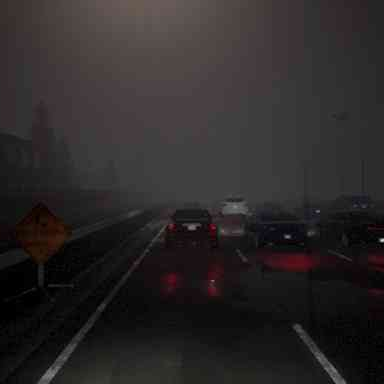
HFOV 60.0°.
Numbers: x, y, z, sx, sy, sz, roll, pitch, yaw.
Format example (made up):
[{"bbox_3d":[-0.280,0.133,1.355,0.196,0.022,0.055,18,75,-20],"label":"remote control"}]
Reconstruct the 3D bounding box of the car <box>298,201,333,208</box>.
[{"bbox_3d":[10.500,1.573,29.650,1.994,1.385,4.181,0,0,0],"label":"car"}]

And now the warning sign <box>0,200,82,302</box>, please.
[{"bbox_3d":[-3.050,1.115,6.729,1.300,1.860,1.060,0,0,0],"label":"warning sign"}]

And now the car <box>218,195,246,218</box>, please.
[{"bbox_3d":[3.500,1.259,29.680,2.150,2.045,5.566,0,0,0],"label":"car"}]

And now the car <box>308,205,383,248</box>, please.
[{"bbox_3d":[7.000,1.517,14.650,1.837,1.490,4.892,0,0,0],"label":"car"}]

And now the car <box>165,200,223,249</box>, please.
[{"bbox_3d":[0.000,1.367,14.620,2.097,1.767,4.553,0,0,0],"label":"car"}]

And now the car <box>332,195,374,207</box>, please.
[{"bbox_3d":[14.000,1.259,29.680,2.150,2.045,5.566,0,0,0],"label":"car"}]

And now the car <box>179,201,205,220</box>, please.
[{"bbox_3d":[0.000,1.564,29.650,2.033,1.411,5.357,0,0,0],"label":"car"}]

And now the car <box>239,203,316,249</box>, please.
[{"bbox_3d":[3.500,1.486,14.650,1.882,1.535,5.008,0,0,0],"label":"car"}]

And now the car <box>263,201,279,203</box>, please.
[{"bbox_3d":[7.000,1.534,29.650,1.812,1.442,4.674,0,0,0],"label":"car"}]
